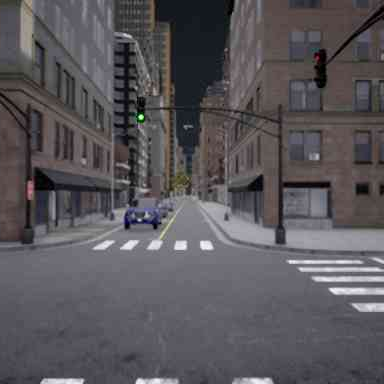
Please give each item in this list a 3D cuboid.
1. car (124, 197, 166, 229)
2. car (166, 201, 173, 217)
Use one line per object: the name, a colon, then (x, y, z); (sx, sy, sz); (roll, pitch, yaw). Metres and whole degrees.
car: (-3.302, 1.402, 23.376); (2.150, 2.045, 5.566); (0, 0, -1)
car: (-3.377, 1.810, 33.616); (2.033, 1.411, 5.357); (0, 0, -1)
